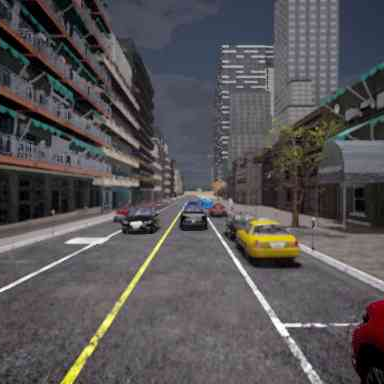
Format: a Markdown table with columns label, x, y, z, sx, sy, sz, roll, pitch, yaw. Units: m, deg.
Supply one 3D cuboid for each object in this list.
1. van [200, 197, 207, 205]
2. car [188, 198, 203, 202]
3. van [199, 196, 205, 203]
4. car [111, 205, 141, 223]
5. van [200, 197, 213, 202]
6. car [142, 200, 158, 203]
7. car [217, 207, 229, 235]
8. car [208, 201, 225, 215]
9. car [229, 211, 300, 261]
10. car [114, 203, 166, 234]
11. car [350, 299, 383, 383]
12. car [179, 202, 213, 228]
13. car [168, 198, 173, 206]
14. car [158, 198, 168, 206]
| label | x | y | z | sx | sy | sz | roll | pitch | yaw |
| --- | --- | --- | --- | --- | --- | --- | --- | --- | --- |
| van | 2.724 | 2.045 | 79.501 | 1.690 | 1.788 | 3.998 | -1 | 0 | 0 |
| car | 0.126 | 1.863 | 42.289 | 1.882 | 1.535 | 5.008 | 0 | -1 | 0 |
| van | 2.731 | 2.135 | 90.661 | 1.690 | 1.788 | 3.998 | -1 | 0 | 0 |
| car | -5.685 | 1.851 | 29.240 | 1.802 | 1.307 | 4.206 | -1 | -1 | 0 |
| van | 2.709 | 1.856 | 57.181 | 1.690 | 1.788 | 3.998 | -1 | 0 | 0 |
| car | -5.678 | 1.913 | 40.400 | 1.887 | 1.381 | 4.507 | -1 | -1 | 0 |
| car | 2.692 | 1.721 | 18.120 | 2.008 | 1.369 | 4.403 | -1 | -1 | 0 |
| car | 2.699 | 1.903 | 34.860 | 1.802 | 1.307 | 4.206 | -1 | -1 | 0 |
| car | 2.675 | 1.645 | 12.712 | 1.752 | 1.417 | 4.829 | -1 | -1 | 0 |
| car | -3.085 | 1.685 | 20.817 | 2.128 | 1.511 | 4.902 | 0 | -1 | 0 |
| car | 2.640 | 1.330 | 1.385 | 2.192 | 1.841 | 5.009 | -1 | -1 | 0 |
| car | 0.114 | 1.713 | 23.869 | 2.128 | 1.511 | 4.902 | 0 | -1 | 0 |
| car | -5.660 | 2.160 | 68.302 | 2.008 | 1.369 | 4.403 | -1 | 0 | 0 |
| car | -5.667 | 2.096 | 57.140 | 1.802 | 1.307 | 4.206 | -1 | 0 | 0 |
